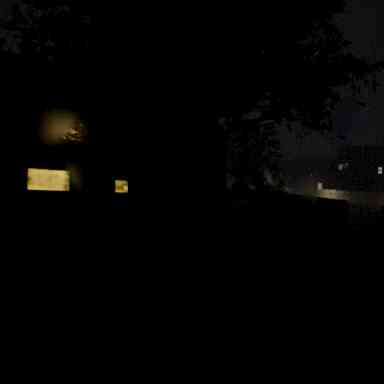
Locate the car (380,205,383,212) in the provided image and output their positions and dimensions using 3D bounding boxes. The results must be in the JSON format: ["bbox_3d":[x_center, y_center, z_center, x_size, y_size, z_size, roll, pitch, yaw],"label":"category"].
[{"bbox_3d":[15.748,1.194,23.459,2.033,1.411,5.357,1,2,-4],"label":"car"}]

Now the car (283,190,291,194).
[{"bbox_3d":[13.995,0.281,52.098,2.033,1.411,5.357,1,2,-3],"label":"car"}]
